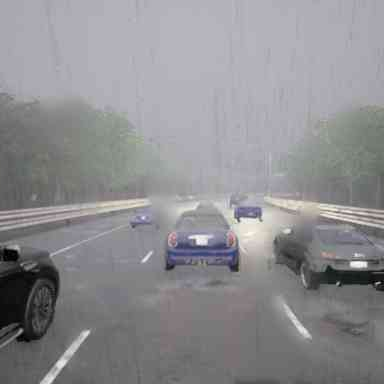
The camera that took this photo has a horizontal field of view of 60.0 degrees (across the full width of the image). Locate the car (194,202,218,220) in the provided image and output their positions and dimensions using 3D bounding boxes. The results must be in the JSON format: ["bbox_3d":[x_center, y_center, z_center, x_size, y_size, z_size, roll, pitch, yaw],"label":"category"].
[{"bbox_3d":[1.284,1.593,29.085,1.994,1.385,4.181,0,0,4],"label":"car"}]

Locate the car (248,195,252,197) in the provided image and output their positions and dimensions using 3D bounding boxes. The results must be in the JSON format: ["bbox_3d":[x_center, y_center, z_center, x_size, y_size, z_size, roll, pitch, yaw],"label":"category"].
[{"bbox_3d":[14.360,1.287,91.261,2.150,2.045,5.566,0,0,14],"label":"car"}]

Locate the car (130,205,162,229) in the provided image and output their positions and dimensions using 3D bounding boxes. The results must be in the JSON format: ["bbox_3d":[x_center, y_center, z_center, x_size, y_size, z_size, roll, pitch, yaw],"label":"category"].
[{"bbox_3d":[-2.709,1.567,22.002,2.033,1.411,5.357,0,0,3],"label":"car"}]

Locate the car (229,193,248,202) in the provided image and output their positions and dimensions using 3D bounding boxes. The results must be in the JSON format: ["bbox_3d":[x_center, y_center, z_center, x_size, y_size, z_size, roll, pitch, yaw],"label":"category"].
[{"bbox_3d":[6.529,1.184,48.149,2.150,2.045,5.566,0,0,7],"label":"car"}]

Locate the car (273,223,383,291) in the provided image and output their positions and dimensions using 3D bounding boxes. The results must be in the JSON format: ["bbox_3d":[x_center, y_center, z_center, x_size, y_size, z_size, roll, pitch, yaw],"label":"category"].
[{"bbox_3d":[3.576,1.516,9.093,1.994,1.385,4.181,0,0,1],"label":"car"}]

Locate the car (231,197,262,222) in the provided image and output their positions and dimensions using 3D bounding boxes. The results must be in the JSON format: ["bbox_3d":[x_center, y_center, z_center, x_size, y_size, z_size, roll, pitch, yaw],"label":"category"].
[{"bbox_3d":[4.427,1.451,26.699,1.882,1.535,5.008,0,0,3],"label":"car"}]

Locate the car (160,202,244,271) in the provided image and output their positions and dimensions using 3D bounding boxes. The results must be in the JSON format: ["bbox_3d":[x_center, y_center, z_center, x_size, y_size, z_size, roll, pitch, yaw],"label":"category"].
[{"bbox_3d":[0.332,1.364,11.108,2.097,1.767,4.553,0,0,2],"label":"car"}]

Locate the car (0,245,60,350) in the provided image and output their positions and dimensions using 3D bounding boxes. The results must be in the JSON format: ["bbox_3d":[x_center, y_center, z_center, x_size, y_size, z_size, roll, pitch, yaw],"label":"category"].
[{"bbox_3d":[-3.350,1.222,3.347,2.150,2.045,5.566,0,0,1],"label":"car"}]
